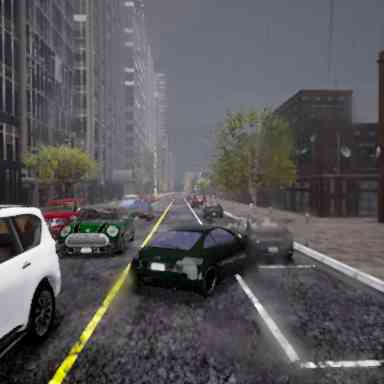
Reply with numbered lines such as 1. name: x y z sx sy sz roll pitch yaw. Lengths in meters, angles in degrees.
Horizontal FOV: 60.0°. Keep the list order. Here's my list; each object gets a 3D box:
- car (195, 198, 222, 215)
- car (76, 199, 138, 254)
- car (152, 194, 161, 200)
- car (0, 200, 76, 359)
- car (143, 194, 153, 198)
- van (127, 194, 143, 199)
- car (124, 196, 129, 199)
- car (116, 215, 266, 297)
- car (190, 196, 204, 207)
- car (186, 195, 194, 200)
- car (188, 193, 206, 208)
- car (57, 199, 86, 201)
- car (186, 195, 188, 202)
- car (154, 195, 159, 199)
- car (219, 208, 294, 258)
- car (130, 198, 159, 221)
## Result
1. car: 1.640 1.473 28.098 2.008 1.369 4.403 -1 0 -2
2. car: -3.574 1.330 13.207 2.097 1.767 4.553 0 0 -2
3. car: -8.933 1.341 83.649 1.752 1.417 4.829 -1 0 -2
4. car: -3.190 1.222 3.379 2.150 2.045 5.566 0 0 -2
5. car: -7.645 1.211 50.635 2.192 1.841 5.009 -1 0 -2
6. van: -7.212 1.265 39.574 1.690 1.788 3.998 -1 0 -2
7. car: -6.760 1.392 27.786 1.967 1.590 4.097 -1 0 -2
8. car: 0.261 1.535 8.731 1.994 1.385 4.181 0 0 29
9. car: 0.727 1.391 51.123 1.752 1.417 4.829 -1 0 -2
10. car: -0.564 1.351 84.135 1.947 1.339 4.313 -1 0 -2
11. car: 0.946 1.195 45.422 2.192 1.841 5.009 -1 0 -2
12. car: -6.420 1.294 16.721 2.192 1.841 5.009 -1 0 -2
13. car: -0.136 1.127 73.074 2.192 1.841 5.009 -1 0 -2
14. car: -8.290 1.400 67.227 1.887 1.381 4.507 -1 0 -2
15. car: 2.378 1.510 12.246 2.008 1.369 4.403 -1 0 -2
16. car: -4.091 1.493 26.811 2.033 1.411 5.357 0 0 -2
